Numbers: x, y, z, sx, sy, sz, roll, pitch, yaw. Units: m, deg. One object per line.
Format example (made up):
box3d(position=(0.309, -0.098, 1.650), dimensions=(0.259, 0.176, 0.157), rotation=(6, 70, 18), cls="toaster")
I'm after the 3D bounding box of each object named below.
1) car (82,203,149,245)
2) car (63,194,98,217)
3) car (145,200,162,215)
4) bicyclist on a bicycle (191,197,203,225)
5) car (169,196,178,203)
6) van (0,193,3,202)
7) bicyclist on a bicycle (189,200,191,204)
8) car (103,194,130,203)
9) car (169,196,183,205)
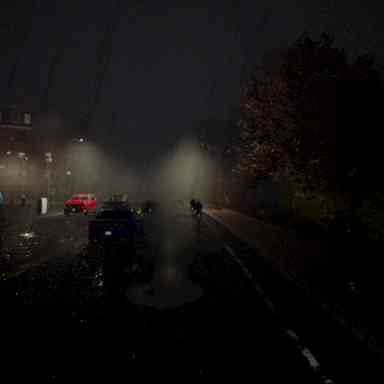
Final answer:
box3d(position=(-3.397, 1.488, 15.716), dimensions=(1.882, 1.535, 5.008), rotation=(0, 0, -1), cls="car")
box3d(position=(-10.727, 1.247, 32.560), dimensions=(2.150, 2.045, 5.566), rotation=(0, 0, -3), cls="car")
box3d(position=(-4.112, 1.544, 34.121), dimensions=(1.812, 1.442, 4.674), rotation=(0, 0, -3), cls="car")
box3d(position=(0.440, 1.382, 22.696), dimensions=(0.659, 1.776, 1.843), rotation=(0, 0, -2), cls="bicyclist on a bicycle")
box3d(position=(-4.131, 1.611, 73.746), dimensions=(1.895, 1.301, 4.718), rotation=(0, 0, -6), cls="car")
box3d(position=(-33.365, 0.941, 54.814), dimensions=(3.998, 1.788, 1.690), rotation=(1, -1, -33), cls="van")
box3d(position=(0.058, 1.385, 31.764), dimensions=(0.659, 1.776, 1.843), rotation=(0, 0, -3), cls="bicyclist on a bicycle")
box3d(position=(-7.520, 1.244, 33.444), dimensions=(2.150, 2.045, 5.566), rotation=(0, 0, -3), cls="car")
box3d(position=(-2.518, 1.520, 58.052), dimensions=(1.837, 1.490, 4.892), rotation=(0, -1, -5), cls="car")
